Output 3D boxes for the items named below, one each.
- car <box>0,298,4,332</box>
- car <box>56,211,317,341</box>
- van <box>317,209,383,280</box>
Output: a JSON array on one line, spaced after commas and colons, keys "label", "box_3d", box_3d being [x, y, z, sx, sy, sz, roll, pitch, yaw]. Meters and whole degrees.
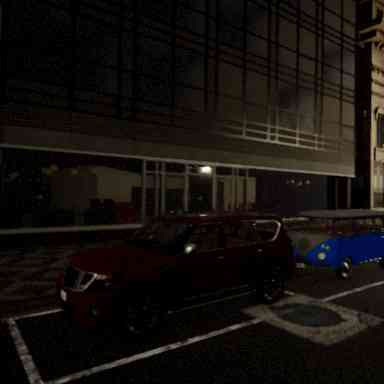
[{"label": "car", "box_3d": [-4.574, 1.526, 3.497, 4.507, 1.381, 1.887, 1, 0, -35]}, {"label": "car", "box_3d": [0.012, 1.352, 6.759, 5.009, 1.841, 2.192, 1, 0, -35]}, {"label": "van", "box_3d": [4.593, 1.433, 10.022, 3.998, 1.788, 1.690, 1, 0, -35]}]
